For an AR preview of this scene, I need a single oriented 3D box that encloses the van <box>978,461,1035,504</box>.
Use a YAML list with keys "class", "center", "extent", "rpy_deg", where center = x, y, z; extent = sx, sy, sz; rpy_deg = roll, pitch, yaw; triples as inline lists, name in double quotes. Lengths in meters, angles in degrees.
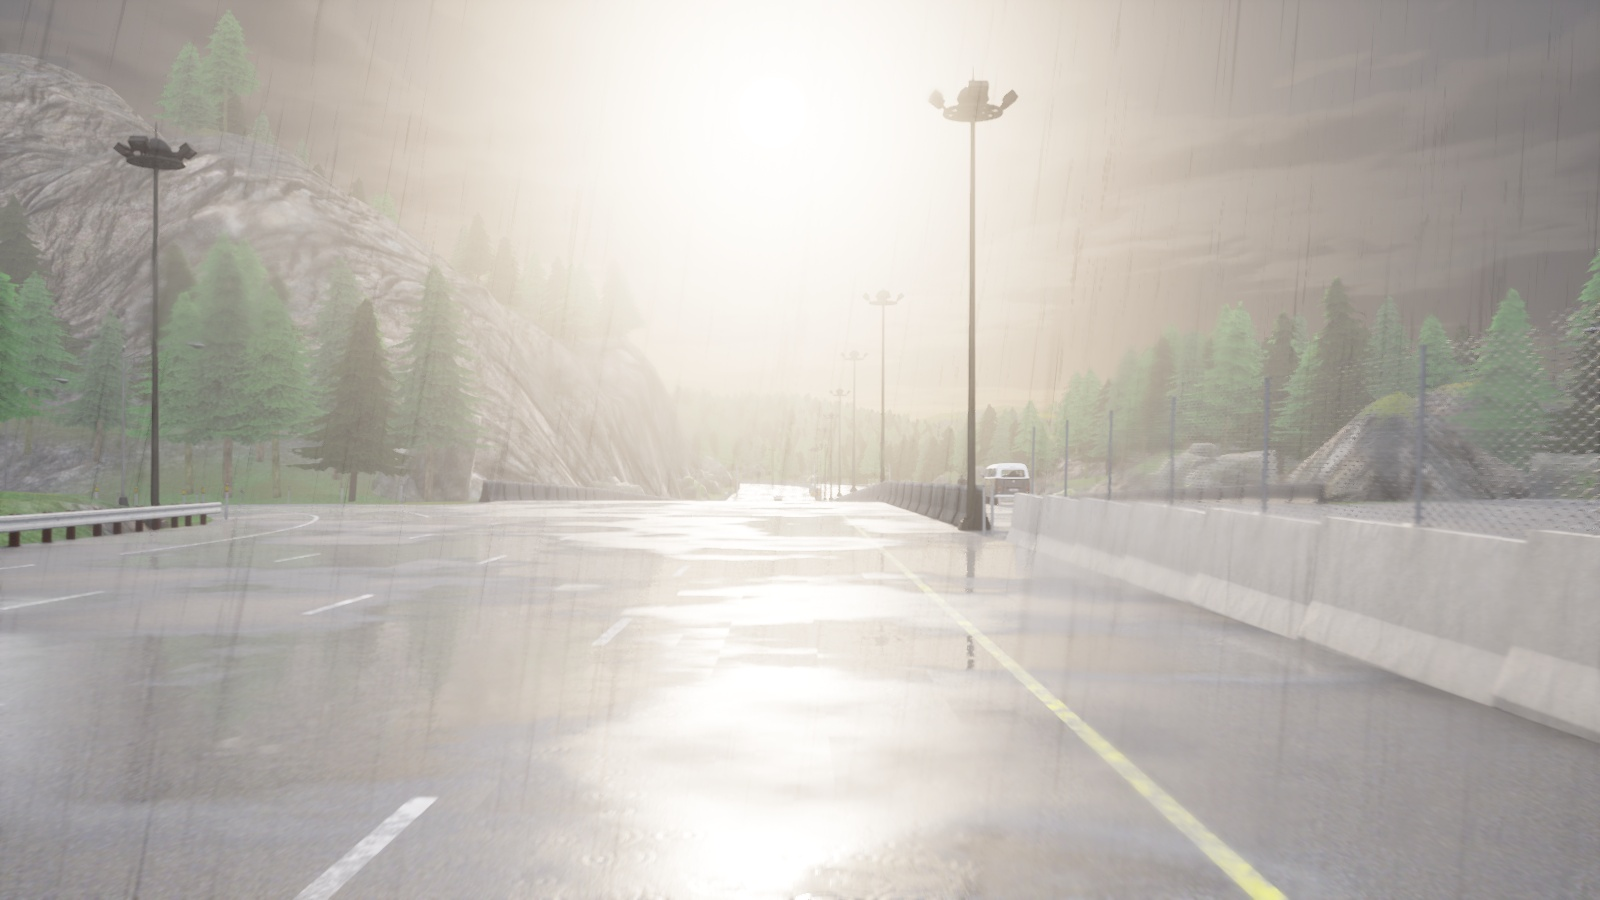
- class: "van"
  center: [10.239, 1.610, 62.520]
  extent: [2.069, 2.038, 4.480]
  rpy_deg: [0, -1, 0]
